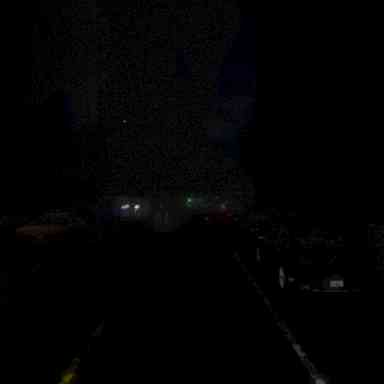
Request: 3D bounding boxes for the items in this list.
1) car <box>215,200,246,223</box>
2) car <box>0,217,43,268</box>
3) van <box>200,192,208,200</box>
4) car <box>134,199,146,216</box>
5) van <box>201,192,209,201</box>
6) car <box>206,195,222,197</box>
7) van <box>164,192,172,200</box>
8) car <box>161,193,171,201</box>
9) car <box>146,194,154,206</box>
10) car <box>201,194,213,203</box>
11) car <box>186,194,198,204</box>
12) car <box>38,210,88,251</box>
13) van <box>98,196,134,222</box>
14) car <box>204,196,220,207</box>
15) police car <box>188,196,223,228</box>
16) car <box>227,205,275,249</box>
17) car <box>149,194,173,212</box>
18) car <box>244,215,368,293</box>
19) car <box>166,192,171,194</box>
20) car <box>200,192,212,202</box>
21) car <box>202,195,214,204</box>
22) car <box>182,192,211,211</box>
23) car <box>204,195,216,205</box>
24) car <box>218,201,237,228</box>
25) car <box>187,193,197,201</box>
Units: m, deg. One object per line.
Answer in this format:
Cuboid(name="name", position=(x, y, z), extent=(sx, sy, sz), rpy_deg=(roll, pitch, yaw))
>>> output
Cuboid(name="car", position=(2.770, 1.402, 25.007), extent=(1.752, 1.417, 4.829), rpy_deg=(0, 0, 0))
Cuboid(name="car", position=(-5.760, 1.539, 8.527), extent=(1.802, 1.307, 4.206), rpy_deg=(0, 0, 0))
Cuboid(name="van", position=(2.788, 0.974, 79.211), extent=(1.690, 1.788, 3.998), rpy_deg=(0, 0, 0))
Cuboid(name="car", position=(-5.753, 1.402, 30.278), extent=(2.008, 1.369, 4.403), rpy_deg=(0, 0, 0))
Cuboid(name="van", position=(2.786, 0.997, 73.774), extent=(1.690, 1.788, 3.998), rpy_deg=(0, 0, 0))
Cuboid(name="car", position=(2.774, 1.350, 35.882), extent=(1.752, 1.417, 4.829), rpy_deg=(0, 0, 0))
Cuboid(name="van", position=(-5.738, 0.974, 79.214), extent=(1.690, 1.788, 3.998), rpy_deg=(0, 0, 0))
Cuboid(name="car", position=(-5.739, 1.096, 73.777), extent=(1.967, 1.590, 4.097), rpy_deg=(0, 0, 0))
Cuboid(name="car", position=(-5.748, 1.341, 46.590), extent=(1.947, 1.339, 4.313), rpy_deg=(0, 0, 0))
Cuboid(name="car", position=(2.782, 1.143, 62.899), extent=(1.967, 1.590, 4.097), rpy_deg=(0, 0, 0))
Cuboid(name="car", position=(0.020, 1.202, 57.982), extent=(1.882, 1.535, 5.008), rpy_deg=(0, 0, 0))
Cuboid(name="car", position=(-5.759, 1.456, 13.795), extent=(1.752, 1.417, 4.829), rpy_deg=(0, 0, 0))
Cuboid(name="van", position=(-5.755, 1.219, 24.839), extent=(1.690, 1.788, 3.998), rpy_deg=(0, 0, 0))
Cuboid(name="car", position=(2.777, 1.326, 46.587), extent=(2.008, 1.369, 4.403), rpy_deg=(0, 0, 0))
Cuboid(name="police car", position=(0.897, 1.321, 21.213), extent=(1.930, 1.638, 5.238), rpy_deg=(0, 0, 0))
Cuboid(name="car", position=(2.767, 1.475, 13.962), extent=(1.887, 1.381, 4.507), rpy_deg=(0, 0, 0))
Cuboid(name="car", position=(-3.083, 1.312, 36.742), extent=(2.128, 1.511, 4.902), rpy_deg=(0, 0, 0))
Cuboid(name="car", position=(2.765, 1.508, 8.524), extent=(2.008, 1.369, 4.403), rpy_deg=(0, 0, 0))
Cuboid(name="car", position=(-5.741, 1.205, 68.170), extent=(1.752, 1.417, 4.829), rpy_deg=(0, 0, 0))
Cuboid(name="car", position=(2.784, 0.994, 68.336), extent=(2.192, 1.841, 5.009), rpy_deg=(0, 0, 0))
Cuboid(name="car", position=(2.781, 1.271, 57.462), extent=(1.887, 1.381, 4.507), rpy_deg=(0, 0, 0))
Cuboid(name="car", position=(0.351, 1.040, 37.353), extent=(2.150, 2.045, 5.566), rpy_deg=(0, 0, 11))
Cuboid(name="car", position=(2.779, 1.275, 52.194), extent=(1.752, 1.417, 4.829), rpy_deg=(0, 0, 0))
Cuboid(name="car", position=(2.768, 1.449, 19.400), extent=(1.887, 1.381, 4.507), rpy_deg=(0, 0, 0))
Cuboid(name="car", position=(0.025, 1.079, 72.876), extent=(2.128, 1.511, 4.902), rpy_deg=(0, 0, 0))
